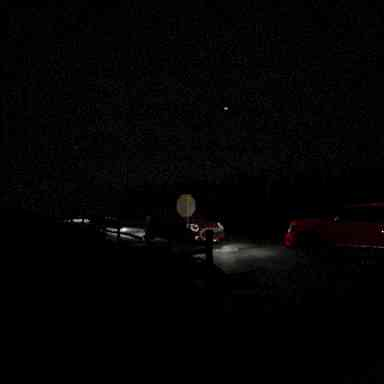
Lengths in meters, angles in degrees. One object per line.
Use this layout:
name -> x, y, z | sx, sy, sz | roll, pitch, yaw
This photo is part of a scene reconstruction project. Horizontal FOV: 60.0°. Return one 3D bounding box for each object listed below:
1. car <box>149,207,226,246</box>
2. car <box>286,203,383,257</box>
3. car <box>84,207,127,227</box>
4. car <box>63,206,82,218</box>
car -> -0.402, 1.630, 16.815 | 2.097, 1.767, 4.553 | 1, -2, -38
car -> 6.458, 1.431, 12.533 | 5.566, 2.045, 2.150 | 0, -1, 28
car -> -6.871, 1.971, 27.004 | 2.128, 1.511, 4.902 | 1, -2, -32
car -> -12.988, 2.201, 36.663 | 2.033, 1.411, 5.357 | 1, -1, -32
